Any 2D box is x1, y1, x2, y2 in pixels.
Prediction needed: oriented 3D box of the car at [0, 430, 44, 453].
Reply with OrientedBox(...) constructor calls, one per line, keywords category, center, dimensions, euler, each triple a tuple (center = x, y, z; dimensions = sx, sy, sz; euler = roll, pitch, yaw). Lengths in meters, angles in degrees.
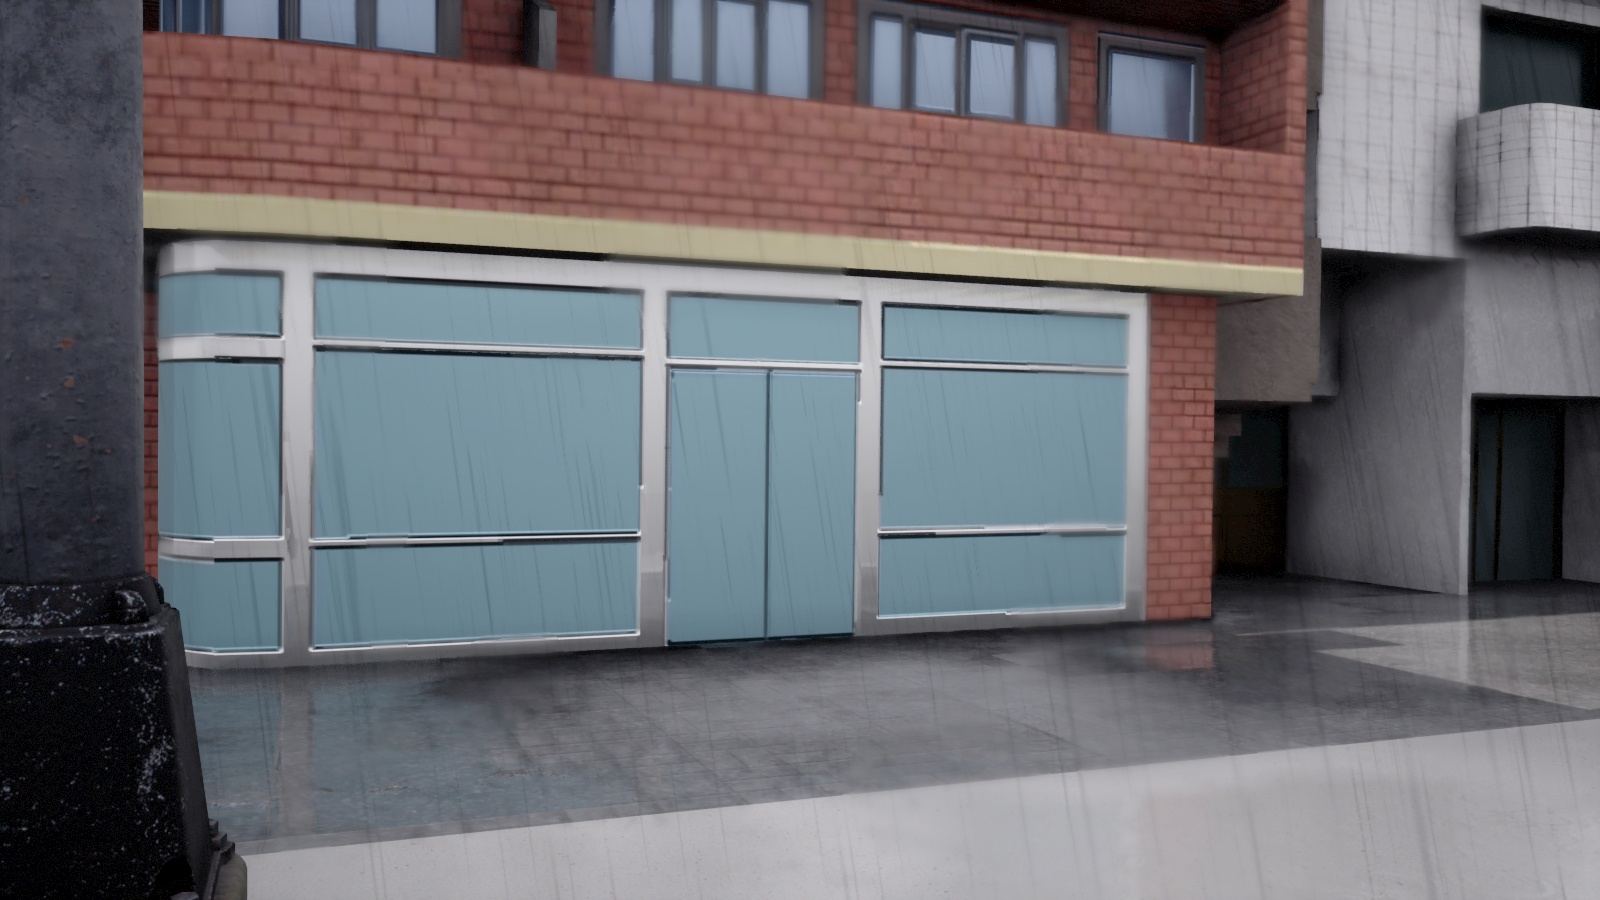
OrientedBox(category="car", center=(-51.794, -0.567, 82.832), dimensions=(1.994, 1.385, 4.181), euler=(-1, 2, -11))
